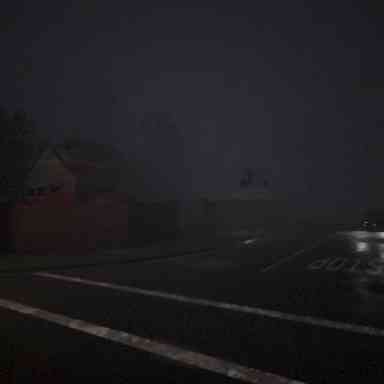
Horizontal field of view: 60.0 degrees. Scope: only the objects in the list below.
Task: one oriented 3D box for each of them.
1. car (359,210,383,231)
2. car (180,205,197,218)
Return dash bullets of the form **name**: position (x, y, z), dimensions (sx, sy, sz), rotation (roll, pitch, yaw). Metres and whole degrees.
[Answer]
- **car**: position (14.271, 2.147, 25.728), dimensions (1.837, 1.490, 4.892), rotation (-3, -3, 33)
- **car**: position (-1.642, 2.743, 47.980), dimensions (4.605, 1.855, 1.932), rotation (-3, -2, 33)
